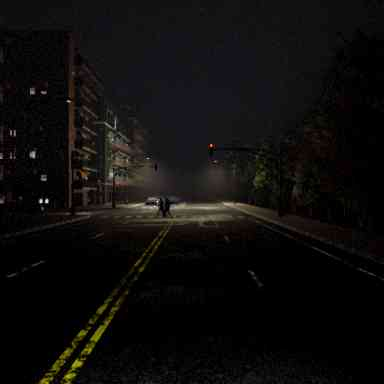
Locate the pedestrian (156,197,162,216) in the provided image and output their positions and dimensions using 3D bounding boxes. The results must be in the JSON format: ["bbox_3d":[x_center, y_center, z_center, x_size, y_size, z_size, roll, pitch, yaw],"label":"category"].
[{"bbox_3d":[-2.710,1.310,29.393,0.375,1.860,0.375,0,0,0],"label":"pedestrian"}]

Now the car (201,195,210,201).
[{"bbox_3d":[3.519,1.540,85.571,1.837,1.490,4.892,0,0,0],"label":"car"}]

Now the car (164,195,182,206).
[{"bbox_3d":[-3.165,1.499,55.843,1.882,1.535,5.008,0,0,0],"label":"car"}]

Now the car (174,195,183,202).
[{"bbox_3d":[-3.015,1.537,75.385,1.837,1.490,4.892,0,0,0],"label":"car"}]

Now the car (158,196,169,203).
[{"bbox_3d":[-6.270,1.561,74.194,2.128,1.511,4.902,0,0,0],"label":"car"}]

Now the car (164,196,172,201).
[{"bbox_3d":[-6.227,1.620,87.016,1.895,1.301,4.718,0,0,0],"label":"car"}]

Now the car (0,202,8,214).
[{"bbox_3d":[-22.563,1.595,34.623,5.009,1.841,2.192,-1,1,-1],"label":"car"}]

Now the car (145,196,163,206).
[{"bbox_3d":[-6.421,1.567,54.401,2.033,1.411,5.357,0,0,0],"label":"car"}]

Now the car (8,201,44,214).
[{"bbox_3d":[-19.218,1.727,37.427,4.902,1.511,2.128,-1,0,1],"label":"car"}]

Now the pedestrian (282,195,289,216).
[{"bbox_3d":[8.058,1.149,28.758,0.375,1.860,0.375,0,0,0],"label":"pedestrian"}]

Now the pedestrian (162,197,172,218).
[{"bbox_3d":[-2.117,1.301,28.094,0.375,1.860,0.375,0,0,0],"label":"pedestrian"}]

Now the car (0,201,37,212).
[{"bbox_3d":[-22.654,1.856,43.273,4.206,1.307,1.802,-1,1,-1],"label":"car"}]

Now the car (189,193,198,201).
[{"bbox_3d":[0.269,1.265,85.613,2.150,2.045,5.566,0,0,0],"label":"car"}]
